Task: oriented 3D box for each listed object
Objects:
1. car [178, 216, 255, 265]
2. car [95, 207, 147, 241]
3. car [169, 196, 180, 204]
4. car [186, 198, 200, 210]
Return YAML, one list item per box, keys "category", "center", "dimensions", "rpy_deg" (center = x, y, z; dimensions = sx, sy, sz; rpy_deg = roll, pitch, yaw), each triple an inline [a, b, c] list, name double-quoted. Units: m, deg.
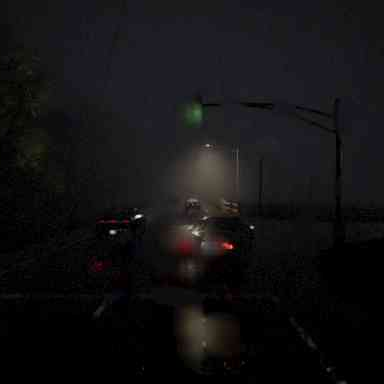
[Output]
- category: "car"
  center: [1.069, 1.541, 11.737]
  dimensions: [2.033, 1.411, 5.357]
  rpy_deg: [0, 0, 16]
- category: "car"
  center: [-3.394, 1.483, 16.648]
  dimensions: [2.128, 1.511, 4.902]
  rpy_deg: [0, 0, 0]
- category: "car"
  center: [-3.377, 1.456, 63.937]
  dimensions: [1.837, 1.490, 4.892]
  rpy_deg: [0, 0, 0]
- category: "car"
  center: [0.115, 1.518, 42.295]
  dimensions: [2.033, 1.411, 5.357]
  rpy_deg: [0, 0, 0]
